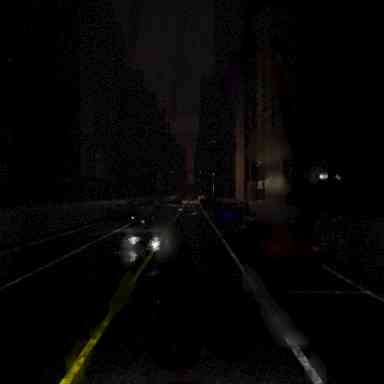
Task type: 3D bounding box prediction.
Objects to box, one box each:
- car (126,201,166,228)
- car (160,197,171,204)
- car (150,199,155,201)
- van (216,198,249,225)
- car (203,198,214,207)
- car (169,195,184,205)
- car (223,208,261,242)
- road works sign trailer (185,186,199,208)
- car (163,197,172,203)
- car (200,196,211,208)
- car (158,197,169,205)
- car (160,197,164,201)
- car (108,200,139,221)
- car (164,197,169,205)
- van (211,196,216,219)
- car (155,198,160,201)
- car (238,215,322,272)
[{"bbox_3d":[-3.104,1.615,23.353,1.812,1.442,4.674,0,0,0],"label":"car"},{"bbox_3d":[-5.775,1.836,73.121,1.887,1.381,4.507,0,0,0],"label":"car"},{"bbox_3d":[-5.769,1.676,38.888,1.752,1.417,4.829,0,0,0],"label":"car"},{"bbox_3d":[2.759,1.426,22.030,1.690,1.788,3.998,0,0,0],"label":"van"},{"bbox_3d":[2.753,1.745,56.265,1.752,1.417,4.829,0,0,0],"label":"car"},{"bbox_3d":[-3.034,1.814,64.345,1.994,1.385,4.181,0,0,1],"label":"car"},{"bbox_3d":[2.760,1.645,16.352,1.802,1.307,4.206,0,0,0],"label":"car"},{"bbox_3d":[-0.009,0.673,53.628,2.380,3.560,2.880,0,0,0],"label":"road works sign trailer"},{"bbox_3d":[-5.776,1.883,78.799,1.947,1.339,4.313,0,0,0],"label":"car"},{"bbox_3d":[2.754,1.511,50.418,2.192,1.841,5.009,0,0,0],"label":"car"},{"bbox_3d":[-5.774,1.791,67.275,1.752,1.417,4.829,0,0,0],"label":"car"},{"bbox_3d":[-5.771,1.720,50.242,1.752,1.417,4.829,0,0,0],"label":"car"},{"bbox_3d":[-5.767,1.657,27.703,2.008,1.369,4.403,0,0,0],"label":"car"},{"bbox_3d":[-5.773,1.787,61.767,1.887,1.381,4.507,0,0,0],"label":"car"},{"bbox_3d":[2.758,1.448,27.708,1.690,1.788,3.998,0,0,0],"label":"van"},{"bbox_3d":[-5.770,1.739,44.735,1.947,1.339,4.313,0,0,0],"label":"car"},{"bbox_3d":[2.761,1.623,10.674,1.802,1.307,4.206,0,0,0],"label":"car"}]
